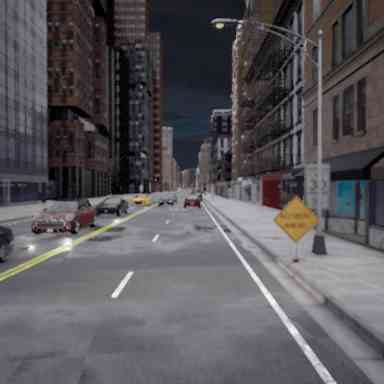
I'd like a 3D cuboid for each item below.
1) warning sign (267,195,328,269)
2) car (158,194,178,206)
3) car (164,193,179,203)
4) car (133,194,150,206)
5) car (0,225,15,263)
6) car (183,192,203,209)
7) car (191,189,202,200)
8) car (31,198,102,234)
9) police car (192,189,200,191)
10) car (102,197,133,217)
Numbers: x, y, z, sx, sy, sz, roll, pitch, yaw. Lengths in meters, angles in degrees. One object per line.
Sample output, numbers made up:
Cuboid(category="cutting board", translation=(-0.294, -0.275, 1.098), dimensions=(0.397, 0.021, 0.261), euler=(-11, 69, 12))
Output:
Cuboid(category="warning sign", translation=(2.838, 1.038, 9.087), dimensions=(1.300, 1.860, 1.060), euler=(0, 1, 0))
Cuboid(category="car", translation=(-3.227, 1.147, 42.812), dimensions=(1.895, 1.301, 4.718), euler=(0, 1, 0))
Cuboid(category="car", translation=(-3.248, 0.983, 53.069), dimensions=(2.033, 1.411, 5.357), euler=(0, 1, 0))
Cuboid(category="car", translation=(-6.577, 1.035, 43.208), dimensions=(1.882, 1.535, 5.008), euler=(0, 1, 0))
Cuboid(category="car", translation=(-6.623, 1.451, 8.915), dimensions=(1.812, 1.442, 4.674), euler=(0, 1, 1))
Cuboid(category="car", translation=(0.032, 1.073, 38.291), dimensions=(1.882, 1.535, 5.008), euler=(0, 1, 0))
Cuboid(category="car", translation=(0.852, 0.490, 69.116), dimensions=(2.150, 2.045, 5.566), euler=(0, 1, 0))
Cuboid(category="car", translation=(-6.628, 1.178, 17.727), dimensions=(2.097, 1.767, 4.553), euler=(0, 1, 0))
Cuboid(category="police car", translation=(0.870, 0.795, 59.199), dimensions=(1.930, 1.638, 5.238), euler=(0, 1, 0))
Cuboid(category="car", translation=(-6.639, 1.186, 28.197), dimensions=(1.882, 1.535, 5.008), euler=(0, 1, 0))
